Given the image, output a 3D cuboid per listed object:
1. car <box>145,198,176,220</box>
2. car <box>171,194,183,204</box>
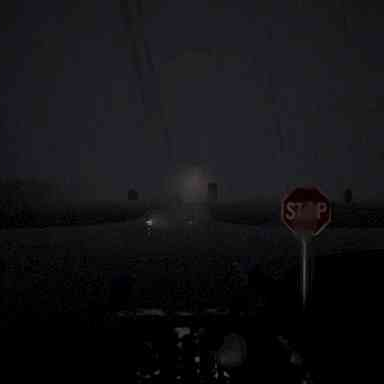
[{"bbox_3d":[-2.758,1.519,28.133,2.033,1.411,5.357,0,0,0],"label":"car"},{"bbox_3d":[-2.750,1.190,60.297,2.097,1.767,4.553,0,0,0],"label":"car"}]
